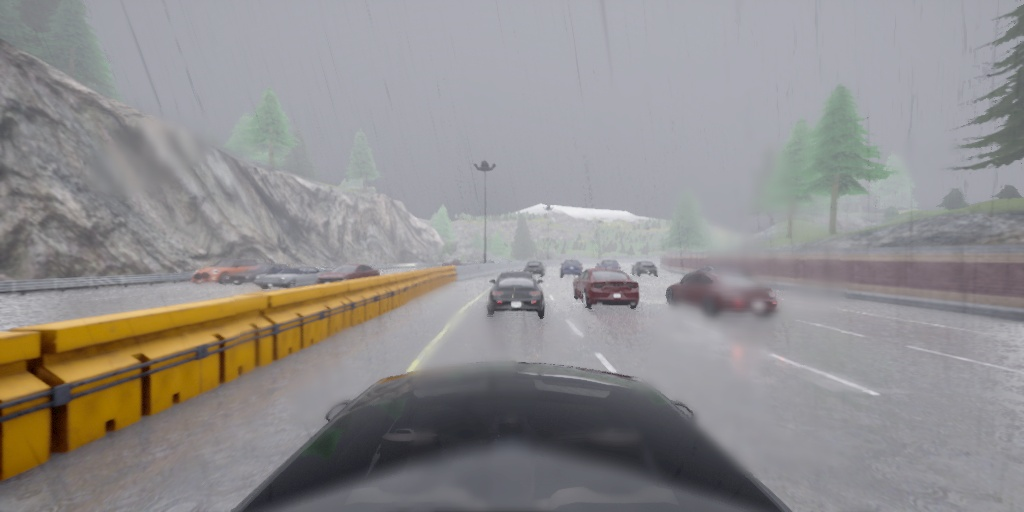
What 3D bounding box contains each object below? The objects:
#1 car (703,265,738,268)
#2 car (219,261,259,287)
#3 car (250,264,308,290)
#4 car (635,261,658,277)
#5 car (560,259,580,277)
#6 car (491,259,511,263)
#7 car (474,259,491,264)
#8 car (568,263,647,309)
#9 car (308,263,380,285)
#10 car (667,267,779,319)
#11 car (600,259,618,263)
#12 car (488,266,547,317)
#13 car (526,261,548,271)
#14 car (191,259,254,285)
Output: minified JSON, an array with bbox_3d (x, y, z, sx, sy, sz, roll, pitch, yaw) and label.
[{"bbox_3d":[10.953,1.241,19.233,2.128,1.511,4.902,0,0,4],"label":"car"},{"bbox_3d":[-16.884,1.293,24.976,2.033,1.411,5.357,0,0,5],"label":"car"},{"bbox_3d":[-13.562,1.347,22.539,1.895,1.301,4.718,0,0,4],"label":"car"},{"bbox_3d":[13.015,1.253,35.390,1.837,1.490,4.892,0,0,10],"label":"car"},{"bbox_3d":[5.856,1.099,35.061,2.097,1.767,4.553,0,0,10],"label":"car"},{"bbox_3d":[-1.470,1.268,62.440,1.812,1.442,4.674,0,0,20],"label":"car"},{"bbox_3d":[-4.599,1.305,64.078,1.994,1.385,4.181,0,0,20],"label":"car"},{"bbox_3d":[3.730,1.227,14.920,1.882,1.535,5.008,0,0,2],"label":"car"},{"bbox_3d":[-10.056,1.224,22.350,1.882,1.535,5.008,0,0,5],"label":"car"},{"bbox_3d":[7.162,1.275,12.661,1.812,1.442,4.674,0,0,1],"label":"car"},{"bbox_3d":[9.411,1.099,35.054,2.097,1.767,4.553,0,0,10],"label":"car"},{"bbox_3d":[0.171,1.274,12.984,1.812,1.442,4.674,0,0,1],"label":"car"},{"bbox_3d":[2.355,1.251,35.379,1.837,1.490,4.892,0,0,10],"label":"car"},{"bbox_3d":[-20.261,1.096,25.856,2.097,1.767,4.553,0,0,6],"label":"car"}]
